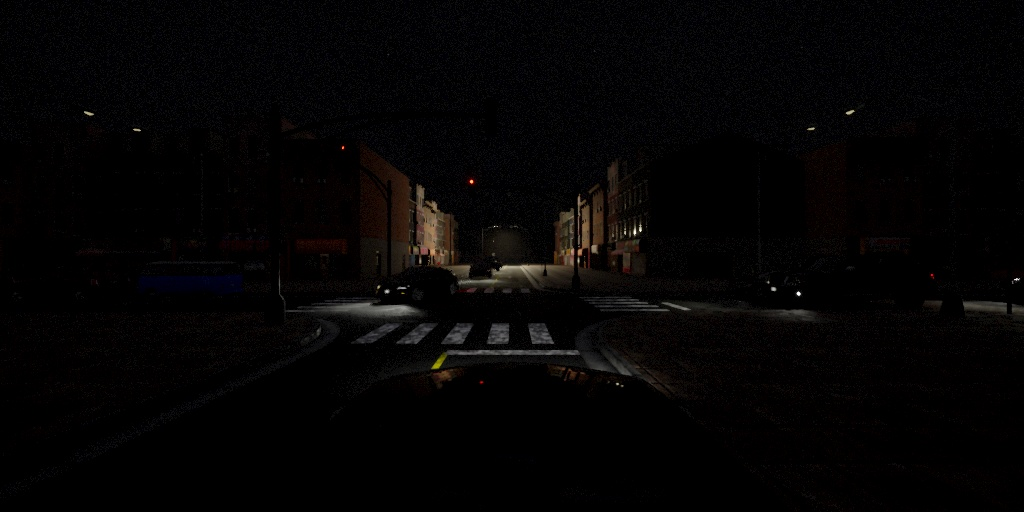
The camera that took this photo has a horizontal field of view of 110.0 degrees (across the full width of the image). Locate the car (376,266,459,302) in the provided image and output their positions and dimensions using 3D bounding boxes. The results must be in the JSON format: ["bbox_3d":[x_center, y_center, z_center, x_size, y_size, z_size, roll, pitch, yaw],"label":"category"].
[{"bbox_3d":[-4.358,1.265,17.330,1.837,1.490,4.892,1,0,22],"label":"car"}]

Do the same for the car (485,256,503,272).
[{"bbox_3d":[-2.749,1.003,47.267,2.150,2.045,5.566,0,0,0],"label":"car"}]

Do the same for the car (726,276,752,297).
[{"bbox_3d":[12.289,1.267,16.538,4.403,1.370,2.007,0,0,0],"label":"car"}]

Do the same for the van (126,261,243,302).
[{"bbox_3d":[-14.714,1.124,16.464,3.998,1.789,1.690,0,0,0],"label":"van"}]

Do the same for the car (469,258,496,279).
[{"bbox_3d":[-2.786,1.246,32.998,1.882,1.535,5.008,0,0,0],"label":"car"}]

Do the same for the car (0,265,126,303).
[{"bbox_3d":[-20.189,1.239,16.449,4.097,1.591,1.967,0,0,0],"label":"car"}]

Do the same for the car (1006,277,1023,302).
[{"bbox_3d":[22.659,1.049,14.025,4.553,1.767,2.097,0,0,0],"label":"car"}]

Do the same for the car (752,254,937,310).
[{"bbox_3d":[12.975,0.935,14.003,5.566,2.045,2.150,0,0,0],"label":"car"}]
